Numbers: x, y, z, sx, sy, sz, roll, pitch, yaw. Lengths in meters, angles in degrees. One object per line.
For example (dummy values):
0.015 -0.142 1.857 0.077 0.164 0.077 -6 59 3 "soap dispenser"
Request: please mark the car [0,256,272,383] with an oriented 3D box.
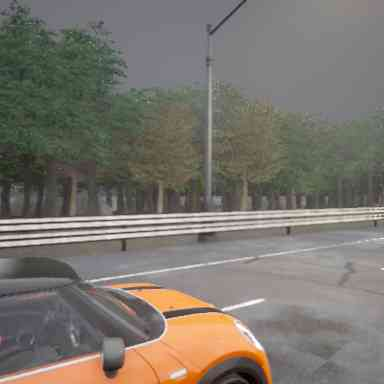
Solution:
-1.444 1.355 2.716 4.553 1.767 2.097 1 0 -36 "car"
